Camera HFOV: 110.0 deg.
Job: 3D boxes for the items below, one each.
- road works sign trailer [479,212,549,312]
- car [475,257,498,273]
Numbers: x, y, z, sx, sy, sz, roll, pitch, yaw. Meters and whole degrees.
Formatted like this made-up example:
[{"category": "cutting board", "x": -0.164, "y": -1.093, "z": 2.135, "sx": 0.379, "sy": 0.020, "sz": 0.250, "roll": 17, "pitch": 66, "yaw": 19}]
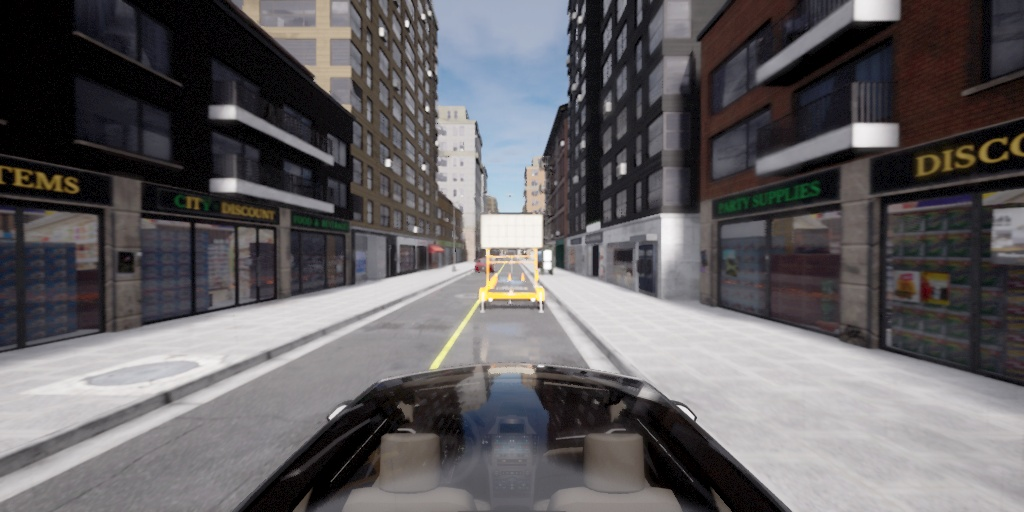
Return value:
[{"category": "road works sign trailer", "x": -0.003, "y": 0.129, "z": 13.721, "sx": 2.380, "sy": 3.560, "sz": 2.880, "roll": 0, "pitch": 0, "yaw": 0}, {"category": "car", "x": -2.851, "y": 0.960, "z": 38.056, "sx": 1.882, "sy": 1.535, "sz": 5.008, "roll": 0, "pitch": 0, "yaw": 0}]
